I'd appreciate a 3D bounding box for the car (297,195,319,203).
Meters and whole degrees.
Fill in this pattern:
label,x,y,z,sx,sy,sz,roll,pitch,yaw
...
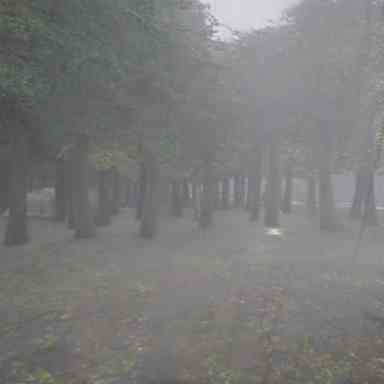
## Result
label,x,y,z,sx,sy,sz,roll,pitch,yaw
car,19.088,1.155,53.779,1.994,1.385,4.181,1,0,-30

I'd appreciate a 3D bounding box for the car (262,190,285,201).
label,x,y,z,sx,sy,sz,roll,pitch,yaw
car,14.214,0.723,55.786,2.150,2.045,5.566,1,0,-29
